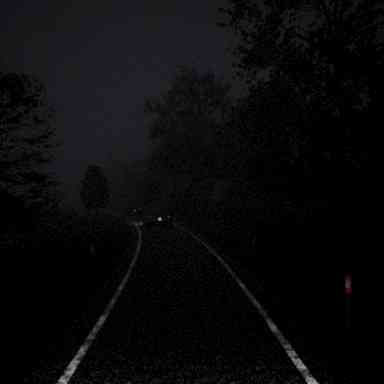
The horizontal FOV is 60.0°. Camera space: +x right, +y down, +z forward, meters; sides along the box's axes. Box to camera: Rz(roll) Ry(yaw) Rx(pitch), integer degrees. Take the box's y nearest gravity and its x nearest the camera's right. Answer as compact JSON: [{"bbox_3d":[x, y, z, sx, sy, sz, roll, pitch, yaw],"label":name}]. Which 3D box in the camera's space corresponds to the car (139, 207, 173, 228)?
[{"bbox_3d":[-2.639,1.895,25.005,1.994,1.385,4.181,0,-1,-12],"label":"car"}]

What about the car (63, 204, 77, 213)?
[{"bbox_3d":[-21.407,2.796,58.144,2.002,1.452,4.674,1,-1,-24],"label":"car"}]

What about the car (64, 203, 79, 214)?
[{"bbox_3d":[-18.972,2.625,52.506,2.097,1.535,5.008,-2,-1,-19],"label":"car"}]

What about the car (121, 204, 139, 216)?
[{"bbox_3d":[-7.417,2.151,40.921,1.994,1.385,4.181,-1,-1,-21],"label":"car"}]

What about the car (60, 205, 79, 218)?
[{"bbox_3d":[-15.598,2.496,42.526,2.002,1.452,4.674,0,-1,-16],"label":"car"}]

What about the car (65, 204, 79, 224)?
[{"bbox_3d":[-13.897,2.344,36.531,2.097,1.535,5.008,0,-2,-14],"label":"car"}]
